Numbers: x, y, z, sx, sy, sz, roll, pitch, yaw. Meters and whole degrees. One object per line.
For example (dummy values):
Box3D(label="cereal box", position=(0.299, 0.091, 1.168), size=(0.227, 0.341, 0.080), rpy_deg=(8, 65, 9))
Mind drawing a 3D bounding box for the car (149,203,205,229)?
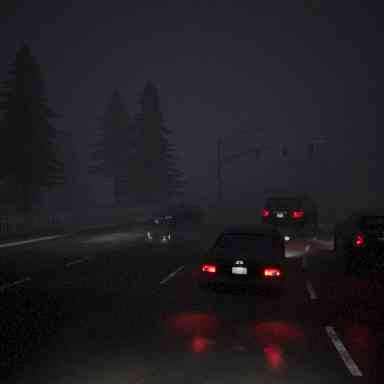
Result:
Box3D(label="car", position=(-0.863, 1.495, 21.830), size=(2.128, 1.511, 4.902), rpy_deg=(0, 0, 30))

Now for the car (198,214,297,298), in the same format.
Box3D(label="car", position=(1.545, 1.546, 8.773), size=(2.033, 1.411, 5.357), rpy_deg=(0, 0, 15))

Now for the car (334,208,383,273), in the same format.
Box3D(label="car", position=(5.804, 1.353, 10.536), size=(2.097, 1.767, 4.553), rpy_deg=(0, 0, 18))

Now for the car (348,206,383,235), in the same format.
Box3D(label="car", position=(10.675, 1.601, 19.599), size=(1.895, 1.301, 4.718), rpy_deg=(0, 0, 35))

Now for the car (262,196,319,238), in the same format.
Box3D(label="car", position=(5.481, 1.219, 18.222), size=(2.150, 2.045, 5.566), rpy_deg=(0, 0, 28))
